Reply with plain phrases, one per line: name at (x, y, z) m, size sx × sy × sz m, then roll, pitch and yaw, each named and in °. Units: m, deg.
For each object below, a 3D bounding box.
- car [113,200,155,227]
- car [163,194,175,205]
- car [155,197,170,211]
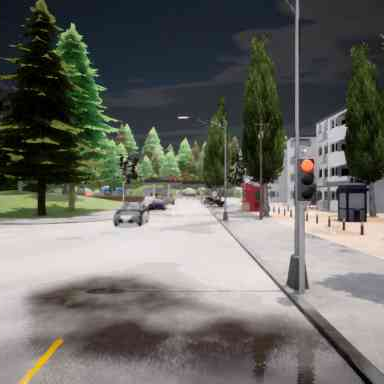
car at (-4.101, 1.492, 23.032) m, size 2.128 × 1.511 × 4.902 m, roll 0°, pitch 0°, yaw 0°
car at (-4.063, 1.352, 57.081) m, size 2.097 × 1.767 × 4.553 m, roll 0°, pitch 0°, yaw 0°
car at (-4.100, 1.601, 40.499) m, size 1.895 × 1.301 × 4.718 m, roll 0°, pitch 0°, yaw 0°
